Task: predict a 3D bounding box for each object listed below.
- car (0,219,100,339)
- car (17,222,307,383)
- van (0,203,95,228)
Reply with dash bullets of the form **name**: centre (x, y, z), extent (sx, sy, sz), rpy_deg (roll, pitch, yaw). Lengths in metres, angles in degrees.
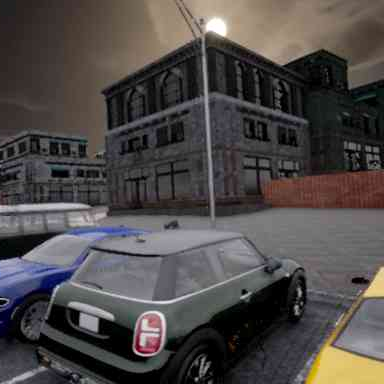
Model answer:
- **car**: centre (-2.078, 1.499, 6.809), extent (2.097, 1.535, 5.008), rpy_deg (-1, 0, 36)
- **car**: centre (0.171, 1.361, 5.159), extent (2.185, 1.767, 4.553), rpy_deg (0, 0, 36)
- **van**: centre (-4.274, 1.303, 8.514), extent (1.878, 1.987, 4.442), rpy_deg (-1, -1, 36)
